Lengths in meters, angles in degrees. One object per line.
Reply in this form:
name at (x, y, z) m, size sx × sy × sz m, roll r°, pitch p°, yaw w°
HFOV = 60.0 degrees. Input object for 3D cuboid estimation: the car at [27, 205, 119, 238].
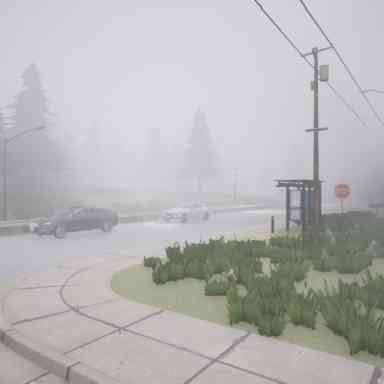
car at (-6.165, 1.491, 17.772) m, size 2.128 × 1.511 × 4.902 m, roll 0°, pitch 0°, yaw 36°

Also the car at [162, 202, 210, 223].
car at (-0.319, 1.525, 25.845) m, size 1.812 × 1.442 × 4.674 m, roll 0°, pitch 0°, yaw 36°

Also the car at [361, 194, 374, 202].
car at (40.420, 1.355, 76.466) m, size 2.097 × 1.767 × 4.553 m, roll 0°, pitch 0°, yaw 36°
